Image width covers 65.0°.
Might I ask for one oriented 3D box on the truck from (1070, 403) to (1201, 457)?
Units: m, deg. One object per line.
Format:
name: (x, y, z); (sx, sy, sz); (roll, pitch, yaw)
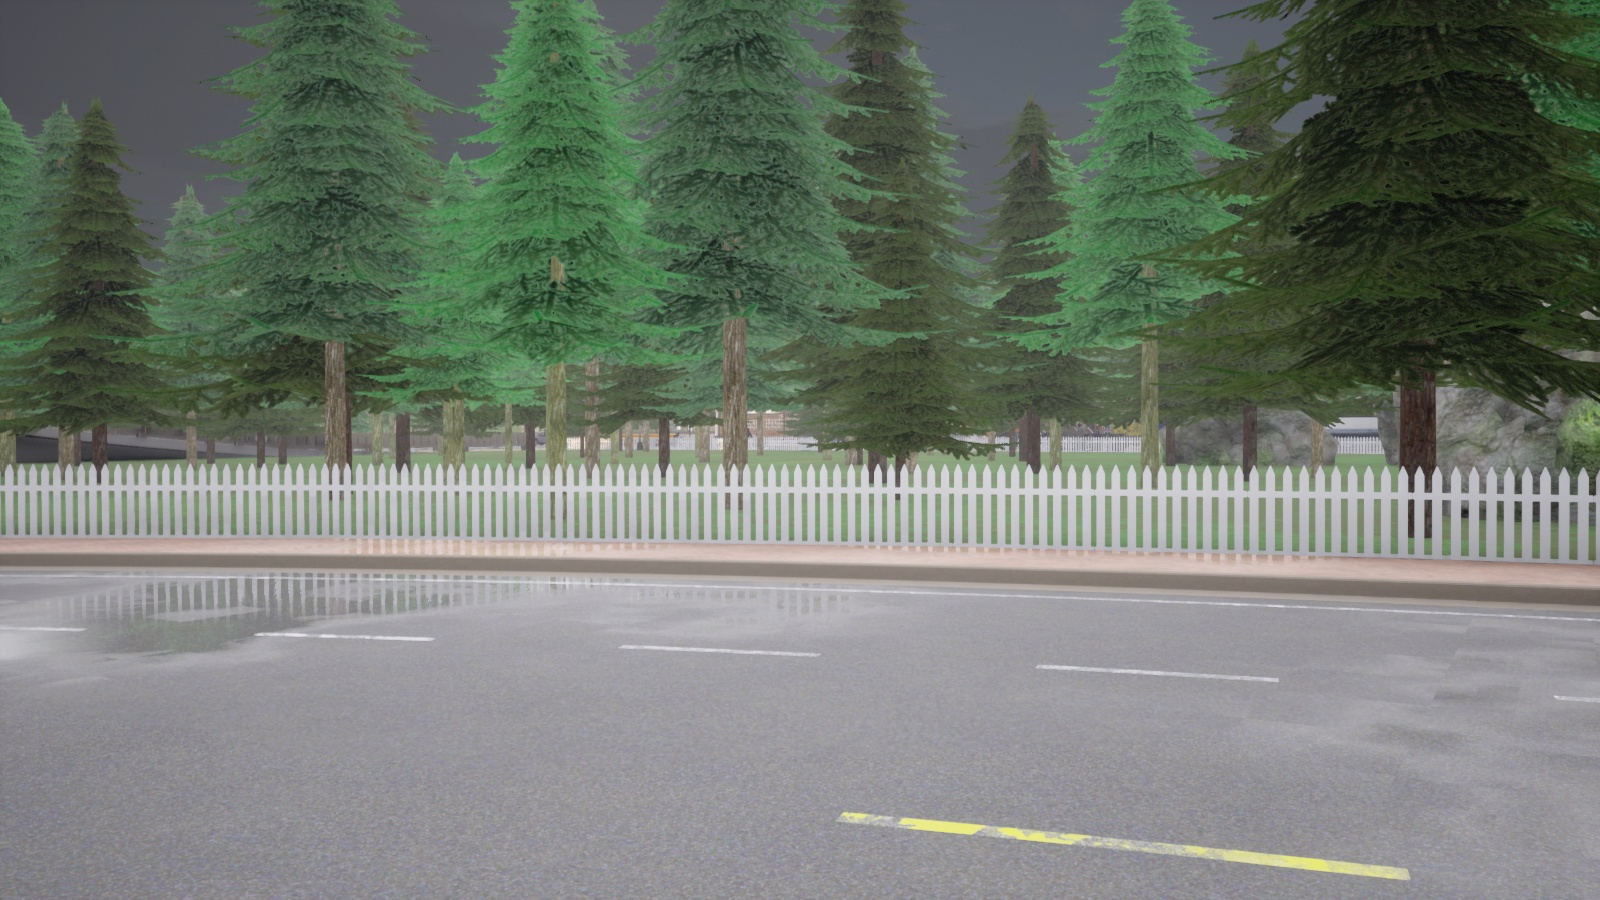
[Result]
truck: (22.242, -1.346, 83.439); (7.936, 3.462, 2.891); (1, 1, 33)

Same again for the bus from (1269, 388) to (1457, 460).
bus: (35.381, -1.626, 79.102); (10.273, 4.253, 3.944); (1, 1, 33)
